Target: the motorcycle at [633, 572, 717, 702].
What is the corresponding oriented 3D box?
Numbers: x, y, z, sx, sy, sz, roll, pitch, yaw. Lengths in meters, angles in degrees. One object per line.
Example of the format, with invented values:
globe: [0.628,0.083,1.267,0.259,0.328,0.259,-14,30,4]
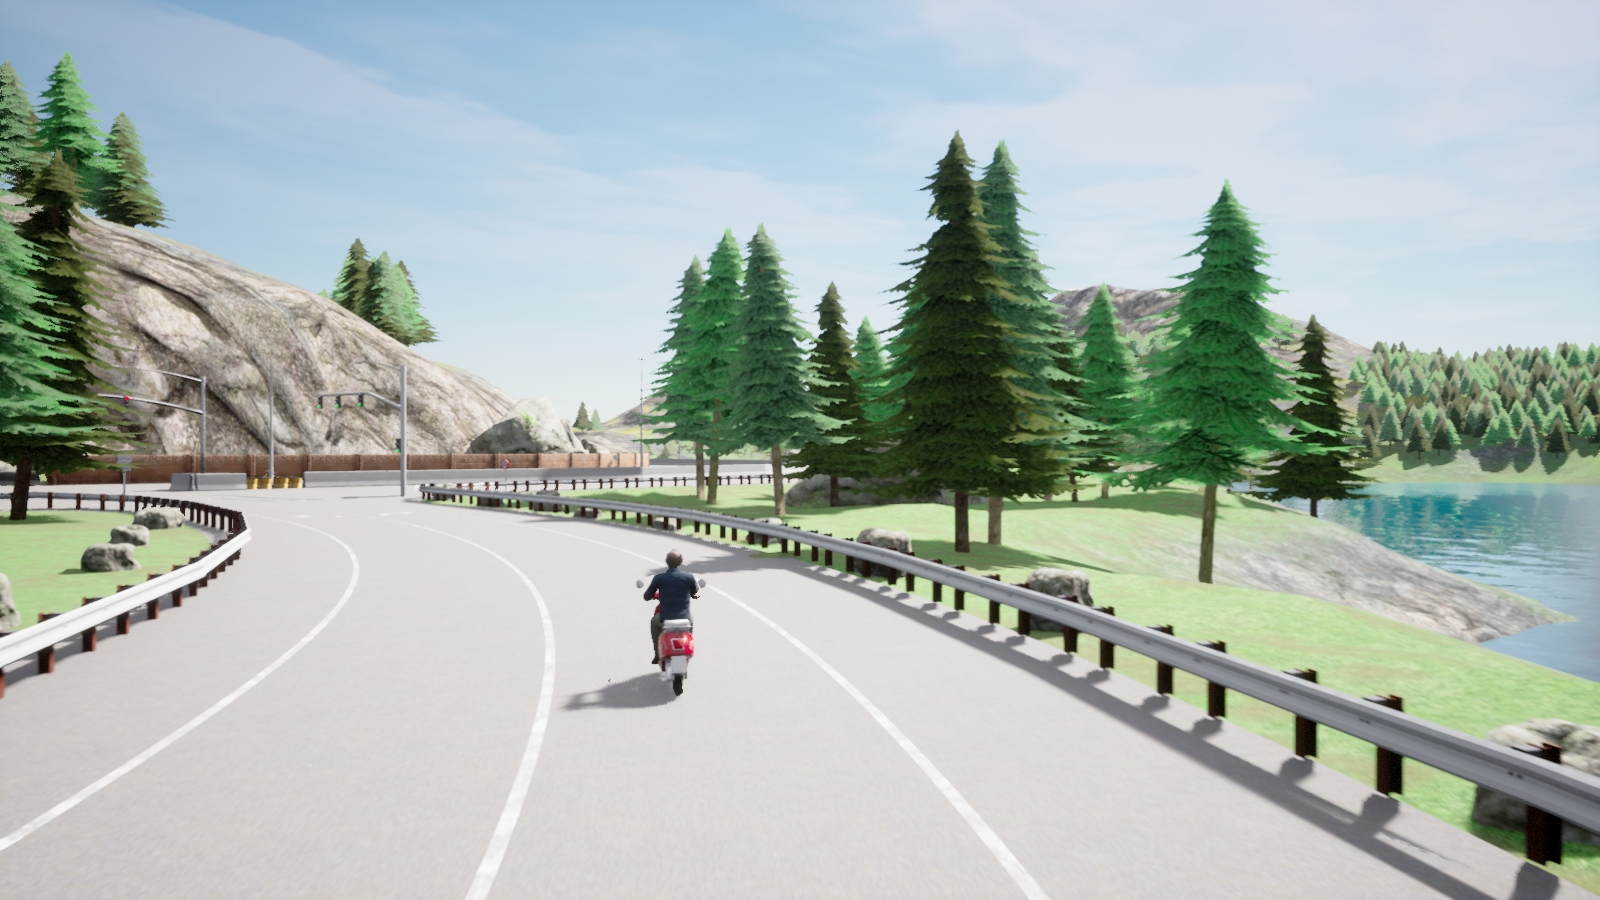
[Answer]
motorcycle: [-1.522,2.182,13.667,0.856,1.236,1.805,0,0,-11]
